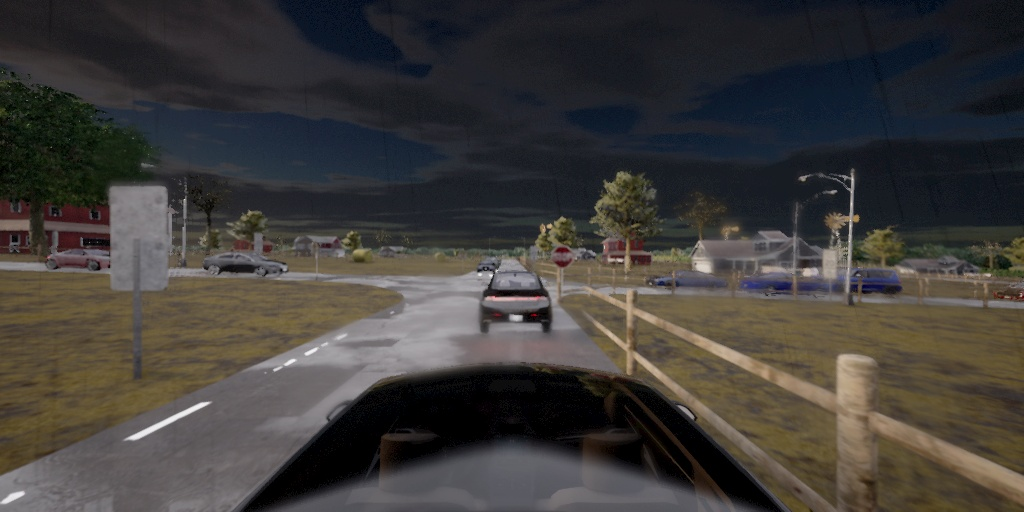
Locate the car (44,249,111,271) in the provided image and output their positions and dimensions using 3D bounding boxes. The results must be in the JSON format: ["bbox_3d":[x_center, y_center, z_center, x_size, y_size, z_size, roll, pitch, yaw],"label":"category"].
[{"bbox_3d":[-27.189,0.230,23.202,4.181,1.385,1.994,2,0,0],"label":"car"}]

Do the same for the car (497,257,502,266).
[{"bbox_3d":[-2.851,0.885,50.297,2.097,1.767,4.553,0,0,0],"label":"car"}]

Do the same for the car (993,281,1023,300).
[{"bbox_3d":[38.535,2.581,26.247,4.553,1.767,2.097,3,0,0],"label":"car"}]

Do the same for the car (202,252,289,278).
[{"bbox_3d":[-17.140,0.530,23.217,4.902,1.511,2.128,2,0,0],"label":"car"}]

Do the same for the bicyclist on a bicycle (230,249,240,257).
[{"bbox_3d":[-22.628,0.272,29.194,0.582,1.620,1.656,2,0,0],"label":"bicyclist on a bicycle"}]

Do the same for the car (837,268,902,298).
[{"bbox_3d":[25.058,1.896,26.243,5.566,2.045,2.150,3,0,0],"label":"car"}]

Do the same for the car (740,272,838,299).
[{"bbox_3d":[17.680,1.866,23.334,5.008,1.535,1.882,2,0,0],"label":"car"}]

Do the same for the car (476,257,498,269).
[{"bbox_3d":[-2.831,1.142,39.879,1.994,1.385,4.181,0,0,-1],"label":"car"}]

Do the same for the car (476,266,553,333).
[{"bbox_3d":[0.095,1.197,10.570,2.128,1.511,4.902,0,0,0],"label":"car"}]

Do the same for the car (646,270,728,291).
[{"bbox_3d":[12.738,1.729,26.184,5.357,1.411,2.033,2,0,-2],"label":"car"}]
